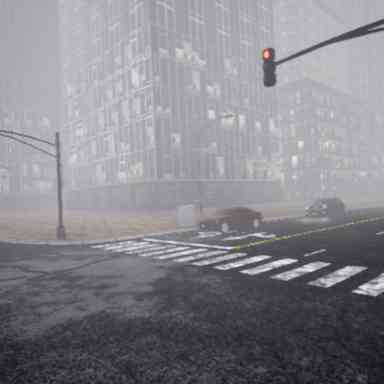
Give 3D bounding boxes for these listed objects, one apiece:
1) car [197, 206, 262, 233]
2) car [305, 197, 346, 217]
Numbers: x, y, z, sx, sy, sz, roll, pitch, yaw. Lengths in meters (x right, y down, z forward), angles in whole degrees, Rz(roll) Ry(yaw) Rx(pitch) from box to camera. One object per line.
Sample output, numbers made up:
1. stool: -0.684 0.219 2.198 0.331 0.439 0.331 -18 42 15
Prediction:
1. car: 2.489 1.692 21.454 5.008 1.535 1.882 -2 -2 -43
2. car: 12.247 1.304 30.492 4.553 1.767 2.097 -2 -1 -43
